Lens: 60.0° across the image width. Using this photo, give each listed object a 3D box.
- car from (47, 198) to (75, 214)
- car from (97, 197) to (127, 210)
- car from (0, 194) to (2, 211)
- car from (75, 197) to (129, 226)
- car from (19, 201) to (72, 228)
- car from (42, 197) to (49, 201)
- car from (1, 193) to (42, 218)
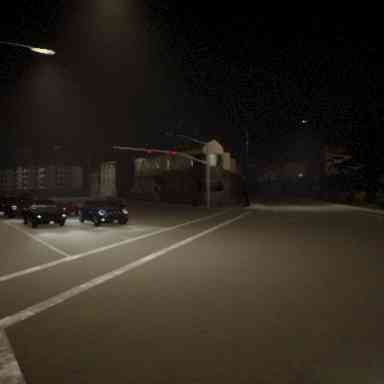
[{"bbox_3d":[-11.365,1.477,30.066,1.895,1.301,4.718,-1,1,-36],"label":"car"},{"bbox_3d":[-9.660,1.321,39.985,1.895,1.301,4.718,-1,1,-36],"label":"car"},{"bbox_3d":[-20.231,1.244,36.333,1.837,1.490,4.892,-1,2,-36],"label":"car"},{"bbox_3d":[-6.111,1.268,22.829,2.097,1.767,4.553,-1,1,-36],"label":"car"},{"bbox_3d":[-9.796,1.540,21.954,1.895,1.301,4.718,-1,1,-37],"label":"car"},{"bbox_3d":[-16.532,1.306,37.193,1.994,1.385,4.181,-1,1,-36],"label":"car"},{"bbox_3d":[-14.982,1.243,29.091,2.097,1.767,4.553,-1,1,-36],"label":"car"}]
